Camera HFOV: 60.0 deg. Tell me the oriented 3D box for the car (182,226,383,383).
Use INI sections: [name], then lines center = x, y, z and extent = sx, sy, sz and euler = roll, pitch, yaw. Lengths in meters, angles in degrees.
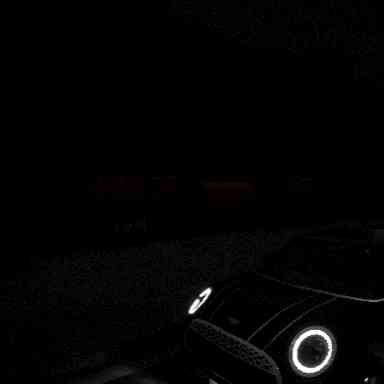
[car]
center = 2.090, 1.340, 4.555
extent = 4.553, 1.767, 2.097
euler = 0, 0, -35
